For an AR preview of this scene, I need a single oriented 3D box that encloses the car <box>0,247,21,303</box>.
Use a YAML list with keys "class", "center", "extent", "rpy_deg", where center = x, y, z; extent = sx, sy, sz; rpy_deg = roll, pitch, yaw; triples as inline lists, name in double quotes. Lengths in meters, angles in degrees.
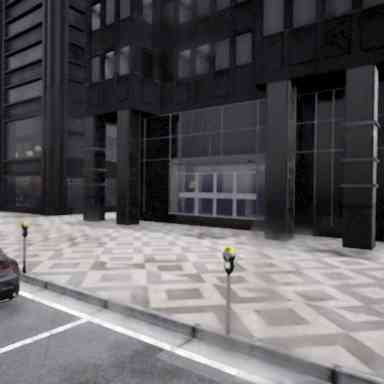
- class: "car"
  center: [-5.112, 1.438, 6.611]
  extent: [4.403, 1.369, 2.008]
  rpy_deg: [1, 1, 36]
